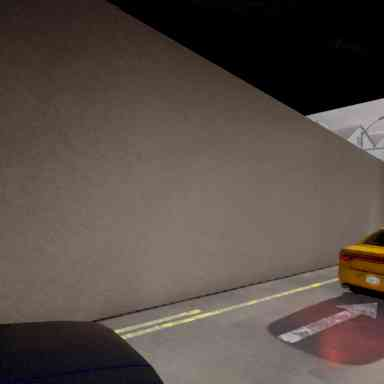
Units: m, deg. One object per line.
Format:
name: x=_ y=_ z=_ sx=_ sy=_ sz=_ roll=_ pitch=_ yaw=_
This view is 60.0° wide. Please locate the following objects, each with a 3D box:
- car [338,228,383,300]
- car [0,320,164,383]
car: x=5.364 y=1.478 z=7.585 sx=5.008 sy=1.535 sz=1.882 roll=0 pitch=0 yaw=-35
car: x=-2.732 y=1.547 z=1.835 sx=5.357 sy=1.411 sz=2.033 roll=0 pitch=0 yaw=-35
